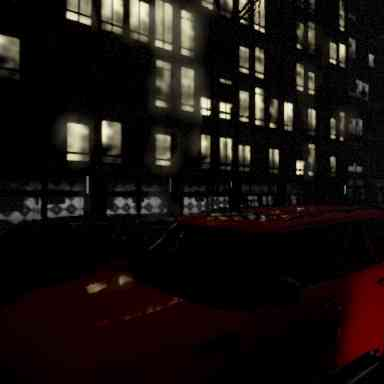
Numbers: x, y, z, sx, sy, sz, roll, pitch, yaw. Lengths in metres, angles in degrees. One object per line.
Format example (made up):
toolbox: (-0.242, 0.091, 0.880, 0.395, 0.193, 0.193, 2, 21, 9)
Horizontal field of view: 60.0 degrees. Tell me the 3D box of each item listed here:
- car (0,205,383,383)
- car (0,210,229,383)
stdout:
car: (0.691, 1.226, 3.913, 5.566, 2.045, 2.150, 0, 0, -37)
car: (-2.030, 1.344, 5.094, 5.009, 1.841, 2.192, 0, 1, -37)
